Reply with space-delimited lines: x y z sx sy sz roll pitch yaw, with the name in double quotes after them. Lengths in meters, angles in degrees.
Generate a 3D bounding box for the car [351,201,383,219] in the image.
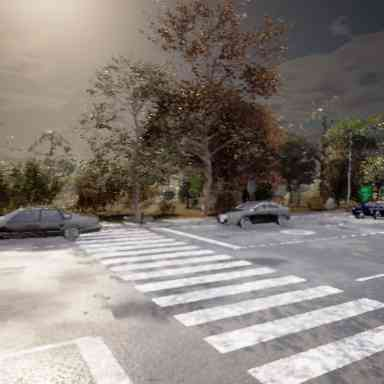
15.028 1.426 26.830 4.718 1.301 1.895 0 1 -31 "car"

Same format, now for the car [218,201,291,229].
3.821 1.328 20.171 4.902 1.511 2.128 0 1 -31 "car"

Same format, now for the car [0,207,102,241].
-6.619 1.330 14.044 5.357 1.411 2.033 1 1 -29 "car"
